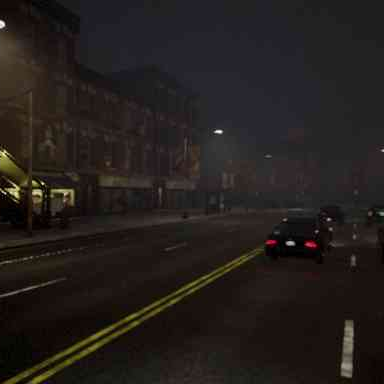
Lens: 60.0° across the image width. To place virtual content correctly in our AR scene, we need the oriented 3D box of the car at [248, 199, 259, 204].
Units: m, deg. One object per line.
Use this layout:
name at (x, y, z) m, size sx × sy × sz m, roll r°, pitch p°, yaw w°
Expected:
car at (17.294, 2.514, 85.264) m, size 1.895 × 1.301 × 4.718 m, roll 0°, pitch -1°, yaw -34°

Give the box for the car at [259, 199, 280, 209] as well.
car at (13.800, 2.103, 58.156) m, size 1.882 × 1.535 × 5.008 m, roll 0°, pitch -1°, yaw -5°

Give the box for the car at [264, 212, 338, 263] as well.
car at (4.202, 1.684, 12.694) m, size 2.033 × 1.411 × 5.357 m, roll 0°, pitch -1°, yaw 27°

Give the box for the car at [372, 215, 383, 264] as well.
car at (7.669, 1.725, 11.796) m, size 1.895 × 1.301 × 4.718 m, roll 0°, pitch -1°, yaw 27°

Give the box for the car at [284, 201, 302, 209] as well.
car at (17.310, 2.175, 57.216) m, size 1.994 × 1.385 × 4.181 m, roll 0°, pitch -1°, yaw -1°

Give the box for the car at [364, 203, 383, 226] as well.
car at (14.406, 1.617, 25.401) m, size 2.097 × 1.767 × 4.553 m, roll 0°, pitch -1°, yaw 27°

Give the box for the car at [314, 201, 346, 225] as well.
car at (11.305, 1.794, 27.025) m, size 1.837 × 1.490 × 4.892 m, roll 0°, pitch 0°, yaw 27°

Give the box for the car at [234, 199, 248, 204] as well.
car at (13.504, 2.490, 89.563) m, size 2.002 × 1.452 × 4.674 m, roll 1°, pitch -1°, yaw -44°
